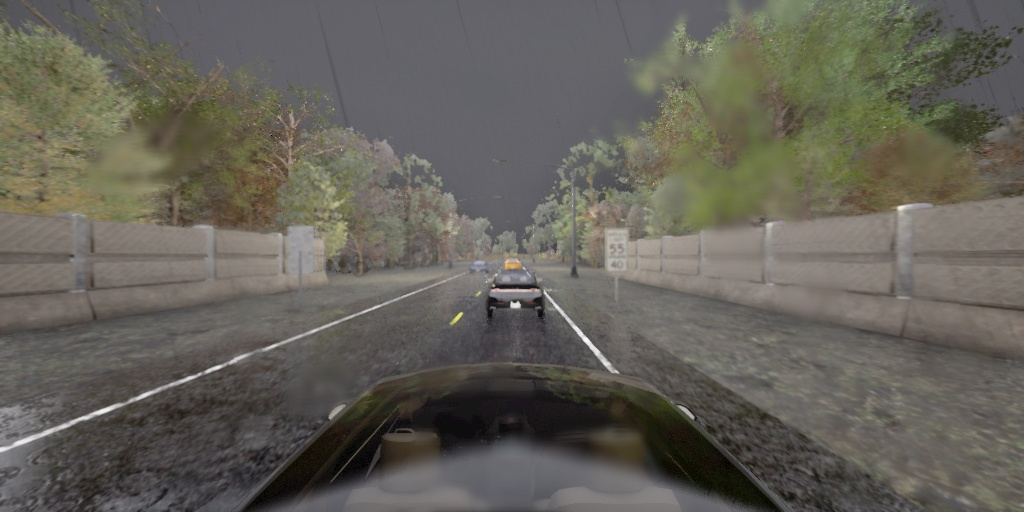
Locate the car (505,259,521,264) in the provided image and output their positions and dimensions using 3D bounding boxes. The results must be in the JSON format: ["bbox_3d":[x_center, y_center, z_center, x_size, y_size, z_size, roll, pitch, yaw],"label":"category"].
[{"bbox_3d":[0.106,1.123,45.071,1.882,1.535,5.008,0,0,0],"label":"car"}]

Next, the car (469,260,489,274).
[{"bbox_3d":[-3.581,1.190,40.063,1.812,1.442,4.674,0,0,0],"label":"car"}]

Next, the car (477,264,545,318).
[{"bbox_3d":[0.103,1.223,12.822,2.128,1.511,4.902,0,0,0],"label":"car"}]
